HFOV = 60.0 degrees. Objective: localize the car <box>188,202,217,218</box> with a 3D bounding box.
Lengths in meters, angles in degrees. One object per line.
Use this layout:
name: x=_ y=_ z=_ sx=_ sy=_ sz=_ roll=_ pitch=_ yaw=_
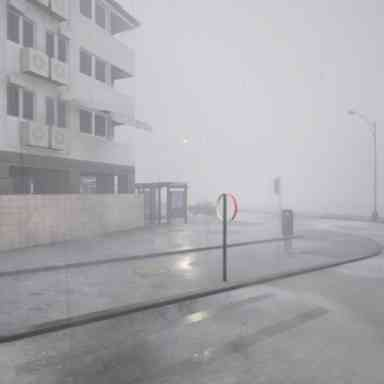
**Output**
car: x=1.689 y=1.586 z=30.542 sx=1.895 sy=1.301 sz=4.718 roll=0 pitch=0 yaw=-35
